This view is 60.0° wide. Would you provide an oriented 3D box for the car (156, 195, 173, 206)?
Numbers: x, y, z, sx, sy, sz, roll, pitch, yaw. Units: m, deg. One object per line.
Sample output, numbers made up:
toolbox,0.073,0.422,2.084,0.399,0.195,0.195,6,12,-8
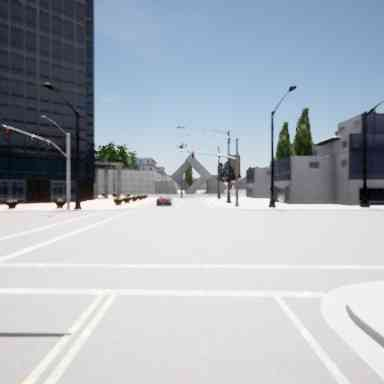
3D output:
car,-3.584,1.114,43.494,1.895,1.301,4.718,0,1,0
